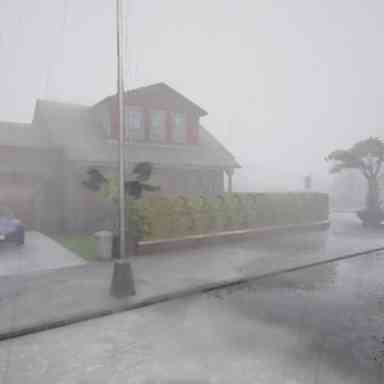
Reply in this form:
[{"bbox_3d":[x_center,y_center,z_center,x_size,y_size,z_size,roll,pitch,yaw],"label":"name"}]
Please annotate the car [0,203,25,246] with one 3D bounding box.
[{"bbox_3d":[-7.354,1.159,12.211,1.845,1.501,3.633,-1,1,-38],"label":"car"}]
